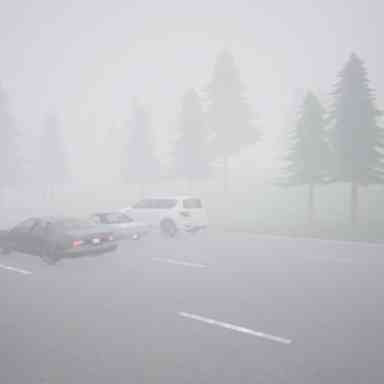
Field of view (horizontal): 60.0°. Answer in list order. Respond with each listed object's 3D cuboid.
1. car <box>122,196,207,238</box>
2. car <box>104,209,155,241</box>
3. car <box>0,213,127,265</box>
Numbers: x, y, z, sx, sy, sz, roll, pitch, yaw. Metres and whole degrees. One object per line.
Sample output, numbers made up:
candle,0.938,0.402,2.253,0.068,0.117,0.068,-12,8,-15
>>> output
car,-1.803,1.231,18.087,5.566,2.045,2.150,0,0,36
car,-4.236,1.609,15.530,4.718,1.301,1.895,0,0,36
car,-4.994,1.554,11.753,5.357,1.411,2.033,0,0,36
